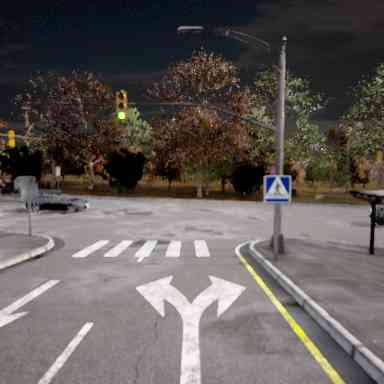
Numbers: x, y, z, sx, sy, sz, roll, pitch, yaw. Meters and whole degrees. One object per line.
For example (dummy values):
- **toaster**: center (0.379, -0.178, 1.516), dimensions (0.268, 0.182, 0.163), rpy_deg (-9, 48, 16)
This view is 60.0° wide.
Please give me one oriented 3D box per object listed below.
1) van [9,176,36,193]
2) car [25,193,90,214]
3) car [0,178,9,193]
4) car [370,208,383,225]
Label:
- **van**: center (-20.428, -0.923, 40.731), dimensions (1.878, 1.987, 4.442), rpy_deg (1, 4, -14)
- **car**: center (-10.639, 0.857, 26.451), dimensions (4.902, 1.511, 2.128), rpy_deg (1, 5, 5)
- **car**: center (-23.398, -0.946, 41.118), dimensions (2.185, 1.767, 4.553), rpy_deg (1, 5, -14)
- **car**: center (16.150, 1.961, 25.094), dimensions (4.892, 1.490, 1.837), rpy_deg (4, 6, 1)
